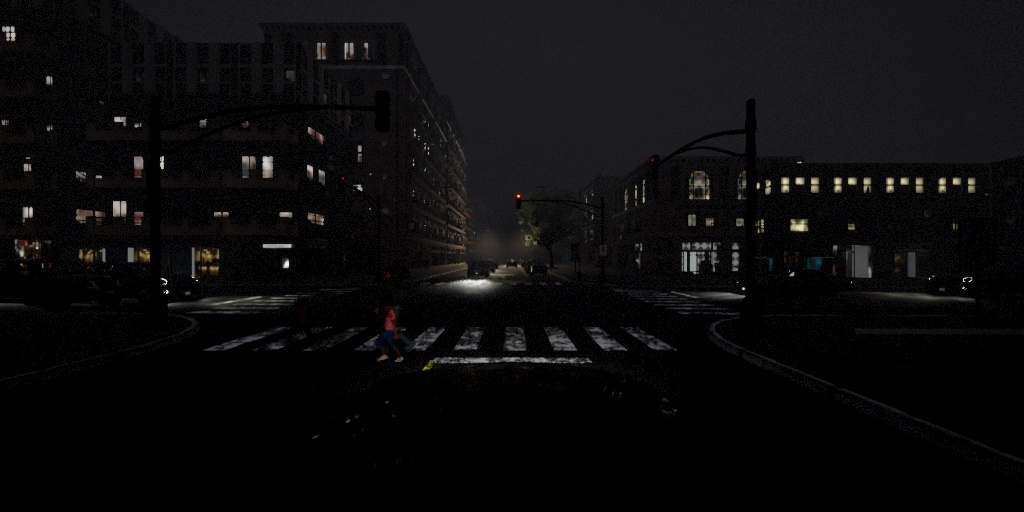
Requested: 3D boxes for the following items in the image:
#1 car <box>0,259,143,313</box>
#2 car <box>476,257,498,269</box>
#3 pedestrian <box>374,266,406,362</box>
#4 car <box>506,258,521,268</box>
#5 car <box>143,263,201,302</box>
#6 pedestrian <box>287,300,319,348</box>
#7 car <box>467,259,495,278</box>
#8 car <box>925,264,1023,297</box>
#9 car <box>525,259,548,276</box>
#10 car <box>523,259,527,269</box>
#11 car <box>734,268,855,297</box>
[{"bbox_3d":[-17.279,1.013,13.137,5.009,1.841,2.192,0,0,0],"label":"car"},{"bbox_3d":[-3.103,1.269,44.583,1.882,1.535,5.008,0,0,0],"label":"car"},{"bbox_3d":[-2.259,1.044,6.683,0.375,1.860,0.375,0,0,0],"label":"pedestrian"},{"bbox_3d":[-0.013,1.319,63.216,2.128,1.511,4.902,0,0,0],"label":"car"},{"bbox_3d":[-16.530,1.053,15.753,4.553,1.767,2.097,0,0,-1],"label":"car"},{"bbox_3d":[-4.612,1.044,7.916,0.375,1.860,0.375,0,0,0],"label":"pedestrian"},{"bbox_3d":[-3.100,1.266,34.090,2.128,1.511,4.902,0,0,0],"label":"car"},{"bbox_3d":[25.298,1.222,19.236,4.553,1.767,2.097,0,0,0],"label":"car"},{"bbox_3d":[2.683,1.330,36.860,2.007,1.370,4.403,0,0,0],"label":"car"},{"bbox_3d":[2.682,1.228,42.557,1.967,1.591,4.097,0,0,0],"label":"car"},{"bbox_3d":[15.020,1.372,19.163,5.357,1.411,2.033,0,0,0],"label":"car"}]
